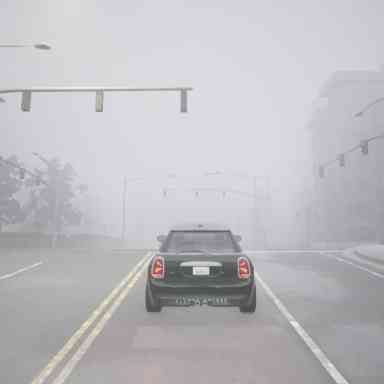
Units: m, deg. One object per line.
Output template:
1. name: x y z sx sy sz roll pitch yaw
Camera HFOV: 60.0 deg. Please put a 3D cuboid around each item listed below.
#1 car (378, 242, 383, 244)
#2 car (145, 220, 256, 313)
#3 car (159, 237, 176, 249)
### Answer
1. car: 17.231 4.286 26.183 4.892 1.490 1.837 5 -10 1
2. car: 0.180 1.489 8.147 2.097 1.767 4.553 0 -1 0
3. car: -3.056 6.520 42.396 1.837 1.490 4.892 0 -10 1
